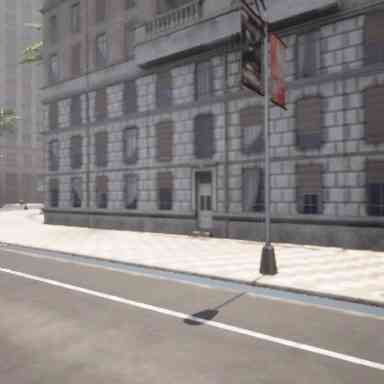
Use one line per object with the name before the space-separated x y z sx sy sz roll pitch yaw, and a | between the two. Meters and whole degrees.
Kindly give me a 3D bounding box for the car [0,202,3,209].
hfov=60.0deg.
car | -33.244 2.126 54.199 1.837 1.490 4.892 -1 0 19
